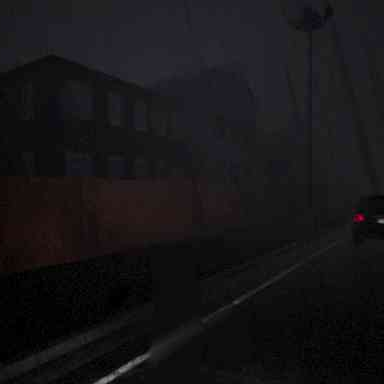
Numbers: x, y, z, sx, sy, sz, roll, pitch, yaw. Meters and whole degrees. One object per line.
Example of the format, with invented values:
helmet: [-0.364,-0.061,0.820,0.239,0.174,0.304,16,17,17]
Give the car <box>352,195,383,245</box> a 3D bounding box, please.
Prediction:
car: [8.387,1.127,14.203,2.150,2.045,5.566,0,1,35]
